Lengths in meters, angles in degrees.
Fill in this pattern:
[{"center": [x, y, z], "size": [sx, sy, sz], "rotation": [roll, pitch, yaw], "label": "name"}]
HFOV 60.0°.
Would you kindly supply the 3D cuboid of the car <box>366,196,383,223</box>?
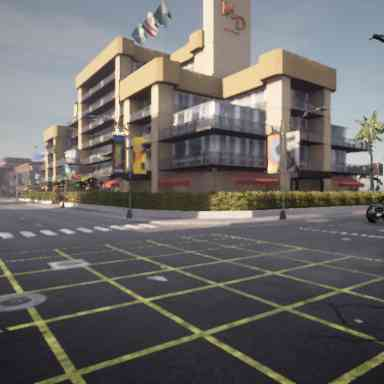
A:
[{"center": [14.999, 1.205, 24.271], "size": [5.566, 2.045, 2.150], "rotation": [0, 0, -35], "label": "car"}]
